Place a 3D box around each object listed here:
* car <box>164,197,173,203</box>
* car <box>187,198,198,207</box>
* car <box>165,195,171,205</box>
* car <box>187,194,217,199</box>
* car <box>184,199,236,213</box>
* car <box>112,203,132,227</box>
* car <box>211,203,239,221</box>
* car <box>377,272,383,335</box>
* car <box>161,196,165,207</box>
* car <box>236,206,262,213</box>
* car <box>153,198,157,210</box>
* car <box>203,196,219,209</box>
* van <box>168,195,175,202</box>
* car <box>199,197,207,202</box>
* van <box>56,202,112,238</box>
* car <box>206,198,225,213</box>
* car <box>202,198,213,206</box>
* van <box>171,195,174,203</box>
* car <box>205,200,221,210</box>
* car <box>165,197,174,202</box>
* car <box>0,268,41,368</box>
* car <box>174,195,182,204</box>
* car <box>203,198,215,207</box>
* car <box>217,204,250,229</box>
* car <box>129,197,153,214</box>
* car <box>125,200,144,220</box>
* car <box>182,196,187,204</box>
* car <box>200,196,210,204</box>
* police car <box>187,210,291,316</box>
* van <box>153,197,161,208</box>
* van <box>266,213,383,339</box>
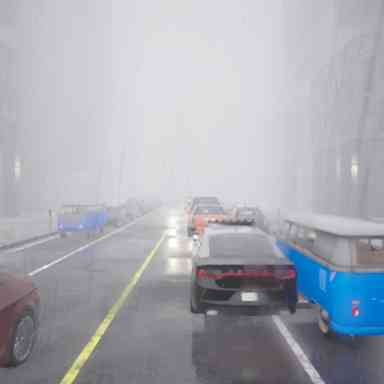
[{"bbox_3d":[-5.638,1.860,79.503,1.752,1.417,4.829,0,0,0],"label":"car"},{"bbox_3d":[0.093,1.749,58.446,1.837,1.490,4.892,0,0,0],"label":"car"},{"bbox_3d":[-5.665,1.703,62.763,1.967,1.590,4.097,0,0,0],"label":"car"},{"bbox_3d":[0.896,1.321,23.745,2.150,2.045,5.566,0,0,0],"label":"car"},{"bbox_3d":[0.801,1.425,17.664,2.097,1.767,4.553,0,0,-1],"label":"car"},{"bbox_3d":[-5.727,1.663,23.306,1.947,1.339,4.313,0,0,0],"label":"car"},{"bbox_3d":[2.807,1.671,28.940,2.008,1.369,4.403,0,0,0],"label":"car"},{"bbox_3d":[2.762,1.529,0.929,1.752,1.417,4.829,0,0,0],"label":"car"},{"bbox_3d":[-5.683,1.656,51.490,1.967,1.590,4.097,0,0,0],"label":"car"},{"bbox_3d":[2.788,1.513,17.668,1.967,1.590,4.097,0,0,0],"label":"car"},{"bbox_3d":[-5.700,1.713,40.216,1.887,1.381,4.507,0,0,0],"label":"car"},{"bbox_3d":[2.842,1.530,51.486,2.192,1.841,5.009,0,0,0],"label":"car"},{"bbox_3d":[-5.621,1.728,90.946,1.690,1.788,3.998,0,0,0],"label":"van"},{"bbox_3d":[2.896,1.926,85.302,1.947,1.339,4.313,0,0,0],"label":"car"},{"bbox_3d":[-5.737,1.415,17.670,1.690,1.788,3.998,0,0,0],"label":"van"},{"bbox_3d":[2.824,1.608,40.212,1.967,1.590,4.097,0,0,0],"label":"car"},{"bbox_3d":[2.860,1.828,62.758,1.947,1.339,4.313,0,0,0],"label":"car"},{"bbox_3d":[-5.647,1.652,74.037,1.690,1.788,3.998,0,0,0],"label":"van"},{"bbox_3d":[2.834,1.757,45.849,1.947,1.339,4.313,0,0,0],"label":"car"},{"bbox_3d":[-5.629,1.911,85.308,2.008,1.369,4.403,0,0,0],"label":"car"},{"bbox_3d":[-3.095,1.539,3.084,1.812,1.442,4.674,0,0,0],"label":"car"},{"bbox_3d":[-2.880,1.792,74.997,1.882,1.535,5.008,0,0,0],"label":"car"},{"bbox_3d":[2.852,1.783,57.122,1.887,1.381,4.507,0,0,0],"label":"car"},{"bbox_3d":[2.798,1.623,23.474,1.752,1.417,4.829,0,0,0],"label":"car"},{"bbox_3d":[-5.710,1.459,34.580,2.192,1.841,5.009,0,0,0],"label":"car"},{"bbox_3d":[-5.718,1.687,28.943,1.947,1.339,4.313,0,0,0],"label":"car"},{"bbox_3d":[0.107,1.407,44.505,2.150,2.045,5.566,0,0,1],"label":"car"},{"bbox_3d":[2.878,1.750,74.030,1.967,1.590,4.097,0,0,0],"label":"car"},{"bbox_3d":[0.913,1.458,7.824,1.930,1.638,5.238,0,0,0],"label":"police car"},{"bbox_3d":[-5.692,1.533,45.854,1.690,1.788,3.998,0,0,0],"label":"van"},{"bbox_3d":[2.770,1.368,6.395,1.690,1.788,3.998,0,0,0],"label":"van"}]
